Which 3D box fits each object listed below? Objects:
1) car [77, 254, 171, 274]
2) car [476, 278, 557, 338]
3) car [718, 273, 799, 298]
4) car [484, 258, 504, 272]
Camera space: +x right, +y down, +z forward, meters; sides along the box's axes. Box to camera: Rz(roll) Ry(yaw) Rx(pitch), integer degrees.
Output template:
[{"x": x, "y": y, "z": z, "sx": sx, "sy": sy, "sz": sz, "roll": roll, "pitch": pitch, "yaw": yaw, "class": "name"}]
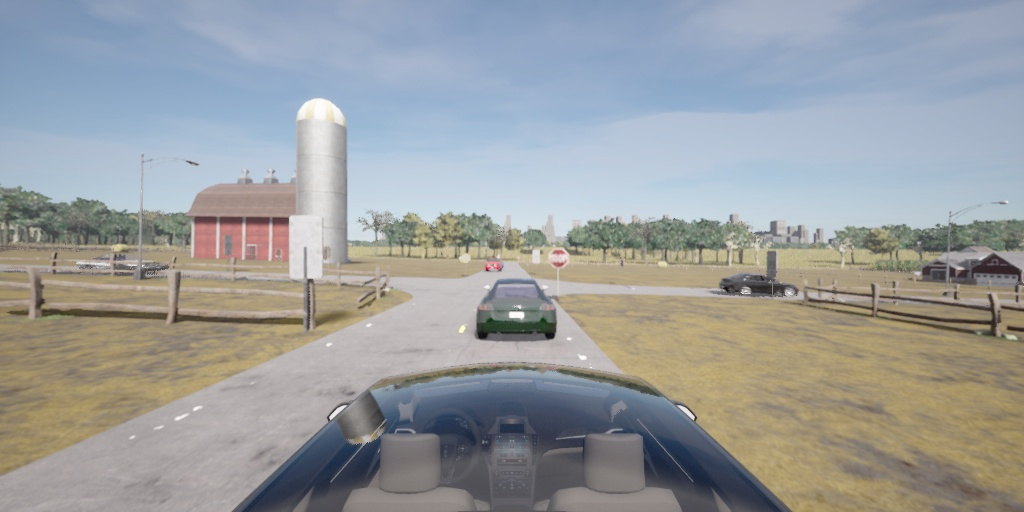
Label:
[{"x": -26.476, "y": 0.562, "z": 24.609, "sx": 4.718, "sy": 1.301, "sz": 1.895, "roll": 2, "pitch": 0, "yaw": 0, "class": "car"}, {"x": 0.117, "y": 1.308, "z": 10.129, "sx": 1.994, "sy": 1.385, "sz": 4.181, "roll": 0, "pitch": 0, "yaw": 0, "class": "car"}, {"x": 16.807, "y": 1.967, "z": 24.473, "sx": 4.892, "sy": 1.490, "sz": 1.837, "roll": 2, "pitch": 0, "yaw": 1, "class": "car"}, {"x": -2.679, "y": 1.247, "z": 51.735, "sx": 2.150, "sy": 2.045, "sz": 5.566, "roll": 0, "pitch": 0, "yaw": 1, "class": "car"}]
